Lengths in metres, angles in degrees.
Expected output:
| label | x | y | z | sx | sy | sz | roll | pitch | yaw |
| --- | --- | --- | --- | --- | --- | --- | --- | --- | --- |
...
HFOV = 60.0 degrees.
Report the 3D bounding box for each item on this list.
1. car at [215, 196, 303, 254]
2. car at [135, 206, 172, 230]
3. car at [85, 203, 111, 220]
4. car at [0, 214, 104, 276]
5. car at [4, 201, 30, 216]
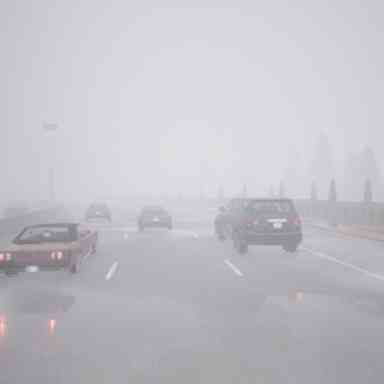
| label | x | y | z | sx | sy | sz | roll | pitch | yaw |
| --- | --- | --- | --- | --- | --- | --- | --- | --- | --- |
| car | 2.459 | 1.181 | 13.586 | 2.150 | 2.045 | 5.566 | 0 | 0 | -8 |
| car | -2.470 | 1.539 | 20.911 | 1.994 | 1.385 | 4.181 | 0 | 0 | -12 |
| car | -7.736 | 1.567 | 27.366 | 1.994 | 1.385 | 4.181 | 0 | 0 | -16 |
| car | -4.165 | 1.598 | 10.358 | 1.895 | 1.301 | 4.718 | 0 | 0 | -7 |
| car | -17.391 | 1.636 | 33.235 | 1.994 | 1.385 | 4.181 | 0 | 0 | -22 |
